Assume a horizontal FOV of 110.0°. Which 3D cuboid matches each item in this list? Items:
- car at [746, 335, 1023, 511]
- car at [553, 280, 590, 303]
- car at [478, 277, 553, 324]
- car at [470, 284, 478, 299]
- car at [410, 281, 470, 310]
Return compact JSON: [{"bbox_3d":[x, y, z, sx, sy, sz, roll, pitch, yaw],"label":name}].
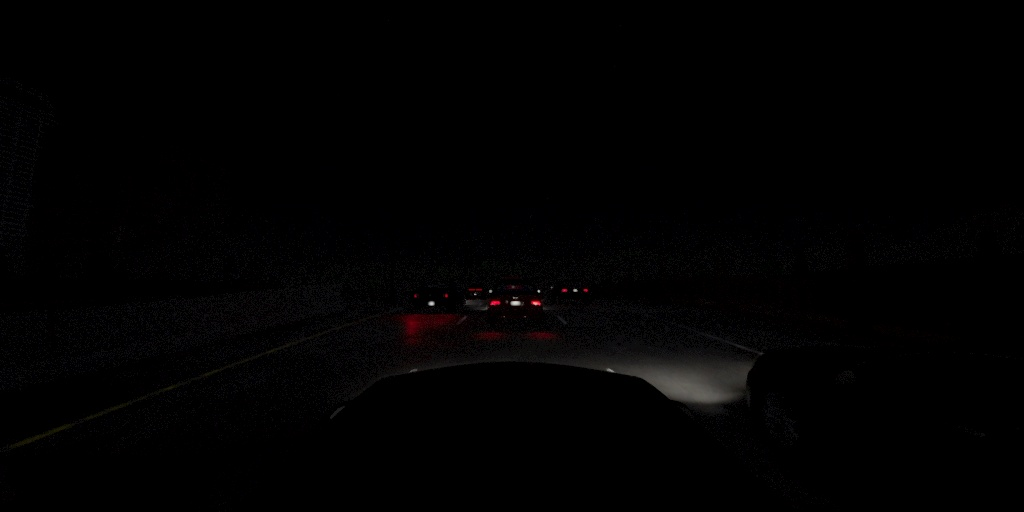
[{"bbox_3d":[3.600,1.255,2.141,1.837,1.490,4.892,0,0,0],"label":"car"},{"bbox_3d":[3.608,2.231,22.891,2.033,1.411,5.357,0,-5,0],"label":"car"},{"bbox_3d":[0.104,1.567,13.129,2.033,1.411,5.357,0,-3,0],"label":"car"},{"bbox_3d":[-3.389,3.564,35.514,1.837,1.490,4.892,0,-7,0],"label":"car"},{"bbox_3d":[-3.394,1.859,17.362,1.895,1.301,4.718,0,-4,0],"label":"car"}]
